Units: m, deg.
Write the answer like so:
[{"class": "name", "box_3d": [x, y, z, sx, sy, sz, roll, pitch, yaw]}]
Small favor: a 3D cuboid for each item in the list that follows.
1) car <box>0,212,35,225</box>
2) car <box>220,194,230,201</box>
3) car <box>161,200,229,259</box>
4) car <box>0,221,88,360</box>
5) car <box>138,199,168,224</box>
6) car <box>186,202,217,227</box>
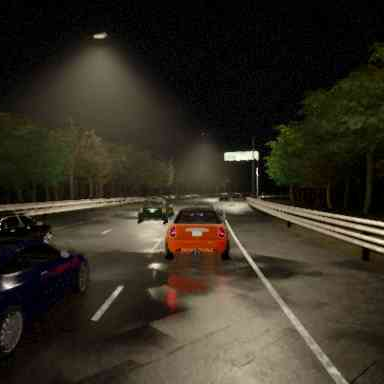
[{"class": "car", "box_3d": [-6.683, 1.483, 11.806, 1.837, 1.490, 4.892, 0, 0, 2]}, {"class": "car", "box_3d": [7.695, 1.238, 77.574, 2.097, 1.767, 4.553, 0, 0, 11]}, {"class": "car", "box_3d": [0.239, 1.343, 12.718, 2.097, 1.767, 4.553, 0, 0, 2]}, {"class": "car", "box_3d": [-3.321, 1.514, 5.810, 1.812, 1.442, 4.674, 0, 0, 1]}, {"class": "car", "box_3d": [-2.566, 1.325, 24.714, 2.097, 1.767, 4.553, 0, 0, 4]}, {"class": "car", "box_3d": [0.781, 1.529, 24.185, 2.033, 1.411, 5.357, 0, 0, 4]}]
